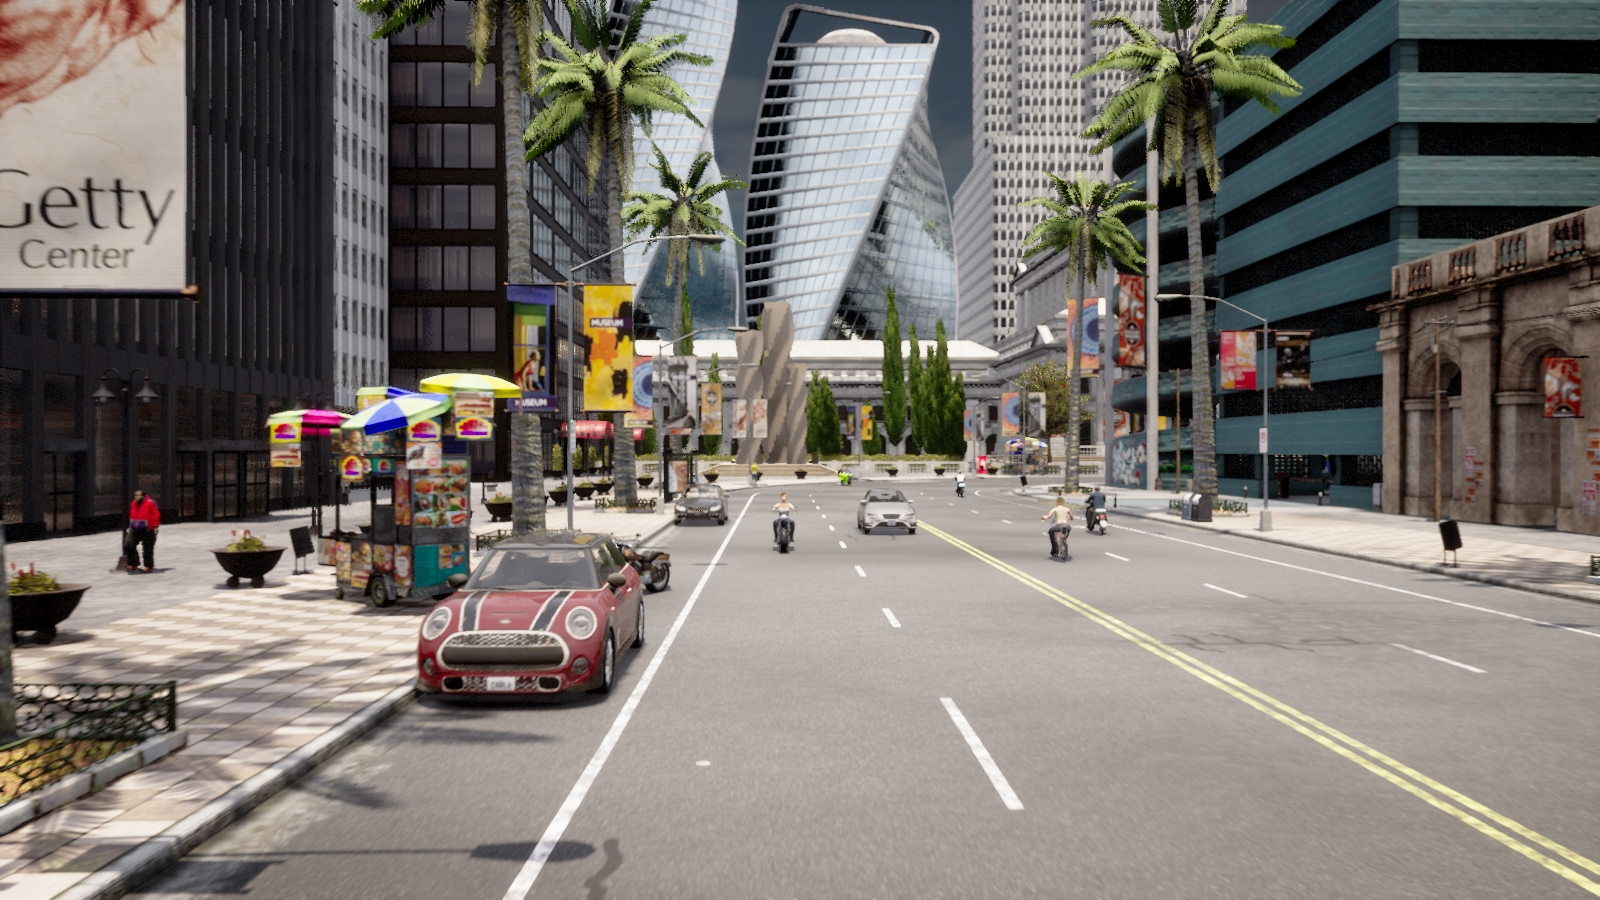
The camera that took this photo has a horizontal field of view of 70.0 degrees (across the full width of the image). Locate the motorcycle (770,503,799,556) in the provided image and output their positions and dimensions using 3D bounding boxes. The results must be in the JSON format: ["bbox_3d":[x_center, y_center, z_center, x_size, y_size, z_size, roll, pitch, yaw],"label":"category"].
[{"bbox_3d":[-0.442,2.169,31.540,0.764,1.277,2.356,0,0,-1],"label":"motorcycle"}]

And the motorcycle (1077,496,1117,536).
[{"bbox_3d":[9.935,2.181,38.295,0.856,1.236,1.805,0,0,-1],"label":"motorcycle"}]

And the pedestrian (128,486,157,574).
[{"bbox_3d":[-14.051,1.706,24.417,0.375,1.860,0.375,0,0,7],"label":"pedestrian"}]

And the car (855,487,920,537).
[{"bbox_3d":[2.922,2.065,39.011,1.816,1.474,4.193,0,0,-1],"label":"car"}]
